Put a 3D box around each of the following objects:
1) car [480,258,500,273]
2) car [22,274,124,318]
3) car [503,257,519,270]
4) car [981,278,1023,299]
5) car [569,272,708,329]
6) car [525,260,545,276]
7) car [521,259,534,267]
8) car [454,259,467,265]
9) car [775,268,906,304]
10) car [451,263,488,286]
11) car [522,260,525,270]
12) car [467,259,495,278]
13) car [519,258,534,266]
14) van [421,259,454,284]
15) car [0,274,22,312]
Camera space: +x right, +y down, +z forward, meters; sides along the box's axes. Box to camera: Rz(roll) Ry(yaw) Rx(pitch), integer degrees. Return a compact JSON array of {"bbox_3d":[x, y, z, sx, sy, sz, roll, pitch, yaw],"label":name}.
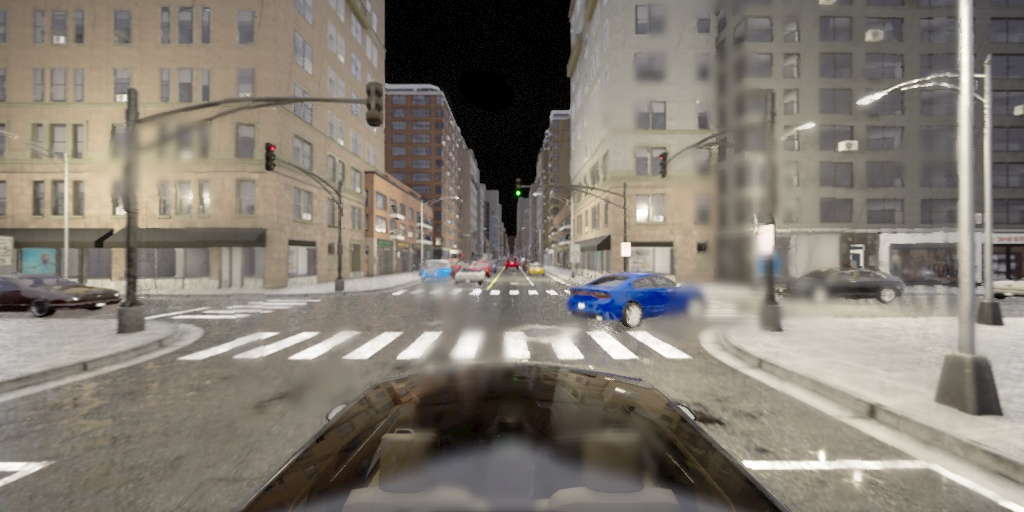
[{"bbox_3d":[-2.993,1.282,46.563,2.097,1.767,4.553,0,0,0],"label":"car"},{"bbox_3d":[-17.341,1.351,12.659,5.357,1.411,2.033,0,0,-4],"label":"car"},{"bbox_3d":[0.008,1.196,57.685,2.150,2.045,5.566,0,0,0],"label":"car"},{"bbox_3d":[24.490,1.405,16.144,4.718,1.301,1.895,0,0,-1],"label":"car"},{"bbox_3d":[4.115,1.266,11.471,5.008,1.535,1.882,0,-2,-31],"label":"car"},{"bbox_3d":[2.673,1.427,39.291,1.751,1.417,4.829,0,0,0],"label":"car"},{"bbox_3d":[2.675,1.511,50.309,1.948,1.339,4.313,0,0,0],"label":"car"},{"bbox_3d":[-5.854,1.193,33.502,2.192,1.841,5.009,0,0,0],"label":"car"},{"bbox_3d":[14.567,1.306,16.086,4.892,1.490,1.837,0,0,1],"label":"car"},{"bbox_3d":[-3.077,1.453,27.034,1.895,1.301,4.718,0,0,-1],"label":"car"},{"bbox_3d":[2.674,1.474,44.715,2.007,1.370,4.403,0,0,0],"label":"car"},{"bbox_3d":[-3.075,1.367,36.387,1.882,1.535,5.008,0,0,0],"label":"car"},{"bbox_3d":[2.675,1.282,55.903,2.192,1.841,5.009,0,0,0],"label":"car"},{"bbox_3d":[-5.854,1.196,27.906,1.690,1.789,3.998,0,0,0],"label":"van"},{"bbox_3d":[-5.858,1.061,0.959,2.192,1.841,5.009,0,0,0],"label":"car"}]
